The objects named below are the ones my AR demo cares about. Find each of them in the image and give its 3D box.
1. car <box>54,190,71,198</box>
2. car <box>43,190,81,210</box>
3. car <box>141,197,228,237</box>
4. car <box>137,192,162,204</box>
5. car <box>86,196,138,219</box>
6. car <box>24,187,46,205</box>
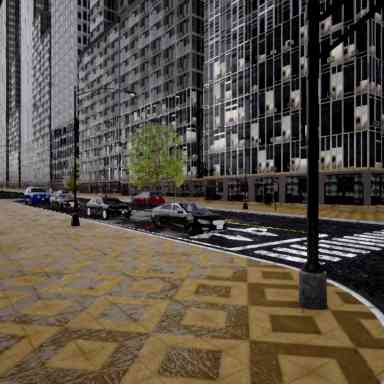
[{"bbox_3d":[-25.299,0.299,64.873,1.812,1.442,4.674,0,1,-38],"label":"car"},{"bbox_3d":[-12.347,0.899,32.167,2.128,1.511,4.902,0,1,-38],"label":"car"},{"bbox_3d":[-0.268,1.257,16.776,2.128,1.511,4.902,0,1,-38],"label":"car"},{"bbox_3d":[-5.239,0.726,39.213,2.097,1.767,4.553,0,1,-38],"label":"car"},{"bbox_3d":[-6.111,1.097,24.208,1.837,1.490,4.892,0,1,-38],"label":"car"},{"bbox_3d":[-18.866,0.433,40.572,2.150,2.045,5.566,0,1,-38],"label":"car"}]
